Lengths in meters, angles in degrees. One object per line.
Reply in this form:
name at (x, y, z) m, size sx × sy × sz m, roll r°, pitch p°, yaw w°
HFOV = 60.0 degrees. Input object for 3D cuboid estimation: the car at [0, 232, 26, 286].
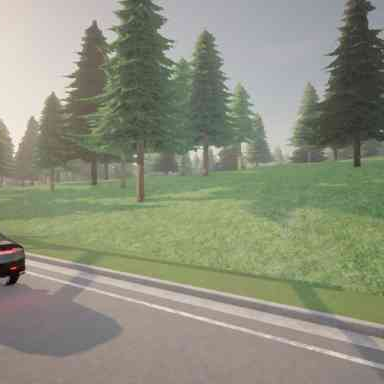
car at (-6.015, 1.492, 8.174) m, size 4.902 × 1.511 × 2.128 m, roll 0°, pitch 0°, yaw 36°
